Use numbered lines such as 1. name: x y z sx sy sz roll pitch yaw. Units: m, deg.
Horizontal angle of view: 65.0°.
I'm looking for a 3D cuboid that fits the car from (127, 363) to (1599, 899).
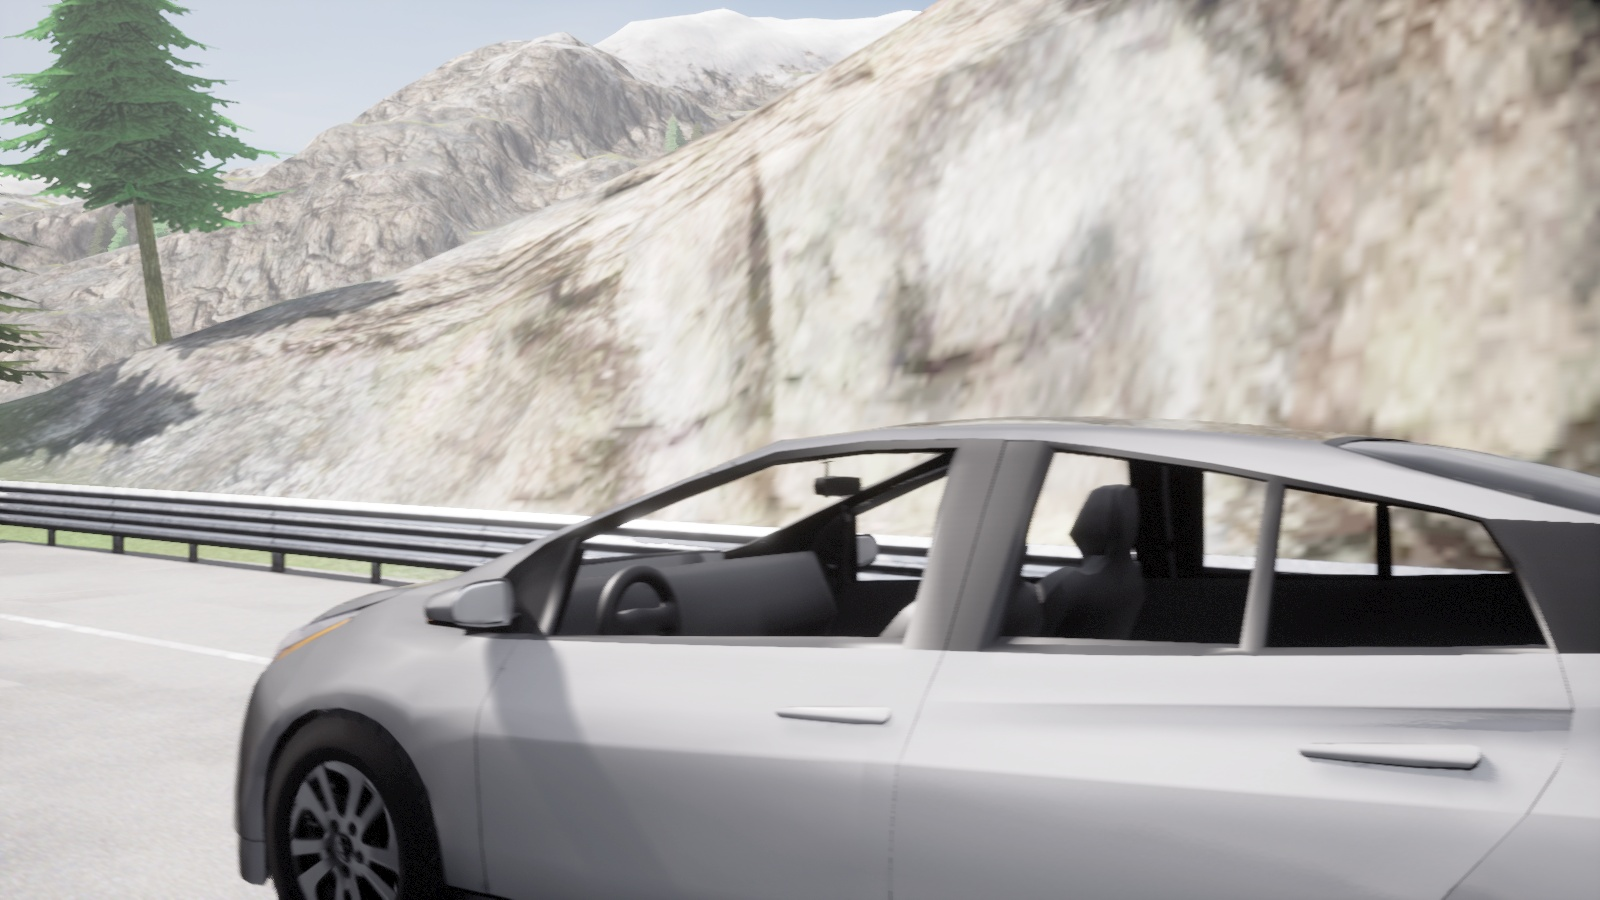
1. car: 0.440 0.629 3.330 4.514 1.525 2.007 0 1 34
